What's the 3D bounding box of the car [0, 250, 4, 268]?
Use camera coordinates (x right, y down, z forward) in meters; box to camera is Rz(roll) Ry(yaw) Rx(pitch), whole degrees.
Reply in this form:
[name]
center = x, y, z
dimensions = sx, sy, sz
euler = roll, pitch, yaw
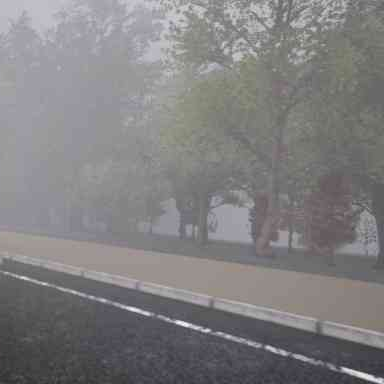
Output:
[car]
center = -6.937, 1.594, 8.623
dimensions = 4.718, 1.301, 1.895
euler = 0, 0, 35
